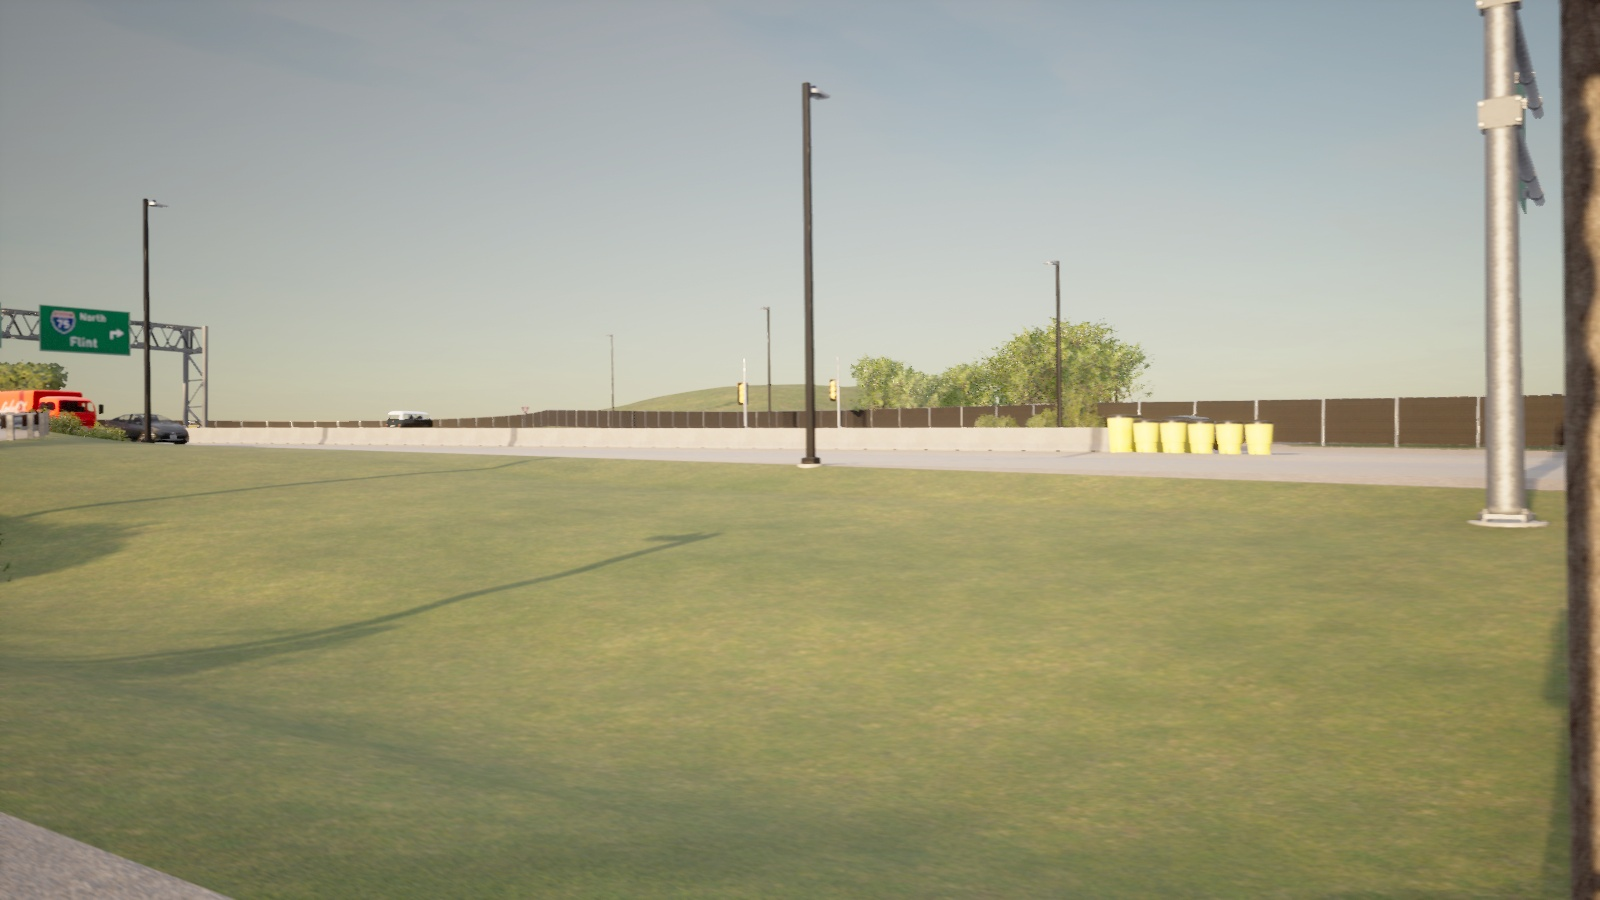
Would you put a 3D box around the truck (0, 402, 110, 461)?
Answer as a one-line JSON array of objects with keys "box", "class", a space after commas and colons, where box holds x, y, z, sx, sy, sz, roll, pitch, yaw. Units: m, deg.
[{"box": [-33.322, -0.794, 55.748, 5.204, 2.467, 2.627, 0, 1, 34], "class": "truck"}]

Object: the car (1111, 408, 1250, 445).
[{"box": [15.464, -0.970, 51.338, 2.033, 1.411, 5.357, -2, 2, -34], "class": "car"}]

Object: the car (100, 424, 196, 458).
[{"box": [-30.008, -0.414, 57.732, 4.514, 1.525, 2.007, 0, 1, 34], "class": "car"}]
